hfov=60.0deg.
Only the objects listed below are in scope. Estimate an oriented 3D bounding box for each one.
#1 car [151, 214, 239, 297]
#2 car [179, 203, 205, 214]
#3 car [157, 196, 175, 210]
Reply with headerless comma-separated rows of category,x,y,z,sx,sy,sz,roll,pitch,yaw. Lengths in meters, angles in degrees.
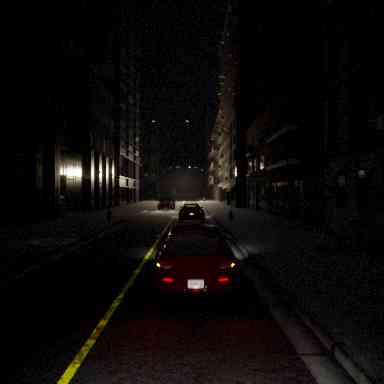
car,0.057,1.529,8.444,1.812,1.442,4.674,0,0,0
car,-0.039,1.574,26.258,1.994,1.385,4.181,0,0,0
car,-3.227,1.364,42.487,2.097,1.767,4.553,0,0,0
